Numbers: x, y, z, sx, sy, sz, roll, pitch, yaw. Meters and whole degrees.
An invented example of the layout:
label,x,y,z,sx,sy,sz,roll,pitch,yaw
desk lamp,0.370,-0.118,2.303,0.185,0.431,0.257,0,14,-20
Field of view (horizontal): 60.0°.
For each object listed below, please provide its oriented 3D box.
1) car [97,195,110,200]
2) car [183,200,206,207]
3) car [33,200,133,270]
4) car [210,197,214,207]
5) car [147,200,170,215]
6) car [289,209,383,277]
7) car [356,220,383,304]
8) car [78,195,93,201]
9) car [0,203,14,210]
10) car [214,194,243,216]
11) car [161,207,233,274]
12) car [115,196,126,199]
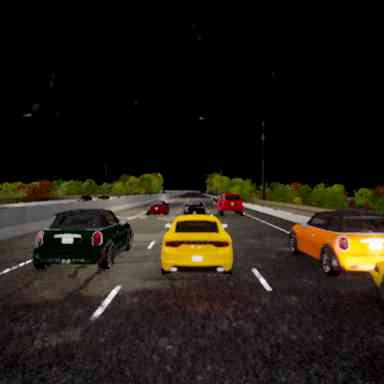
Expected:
label,x,y,z,sx,sy,sz,roll,pitch,yaw
car,-17.250,1.394,65.132,1.812,1.442,4.674,0,0,0
car,0.210,1.450,29.148,2.128,1.511,4.902,0,0,0
car,-3.361,1.330,11.133,2.097,1.767,4.553,0,0,0
car,3.704,1.429,47.947,2.128,1.511,4.902,0,0,1
car,-3.276,1.511,32.812,1.994,1.385,4.181,0,0,0
car,4.585,1.346,10.407,2.097,1.767,4.553,0,0,0
car,4.563,1.458,4.627,1.801,1.575,5.366,0,0,0
car,-20.748,1.387,64.989,1.812,1.442,4.674,0,0,0
car,-14.015,1.488,23.134,2.033,1.411,5.357,0,0,0
car,3.658,1.181,32.409,2.150,2.045,5.566,0,0,1
car,0.136,1.463,10.560,1.882,1.535,5.008,0,0,0
car,-13.753,1.473,64.539,1.895,1.301,4.718,0,0,0
